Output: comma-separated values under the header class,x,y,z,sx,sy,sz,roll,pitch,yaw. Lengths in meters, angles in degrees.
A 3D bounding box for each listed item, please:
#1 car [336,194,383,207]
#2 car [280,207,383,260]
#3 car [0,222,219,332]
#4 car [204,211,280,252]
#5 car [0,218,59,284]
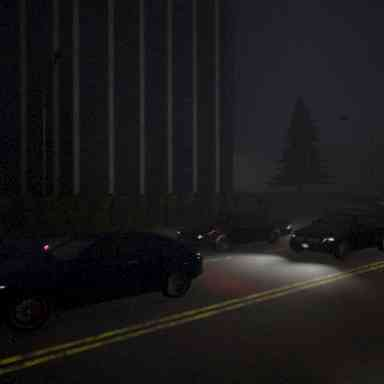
class,x,y,z,sx,sy,sz,roll,pitch,yaw
car,10.679,1.130,20.152,5.566,2.045,2.150,0,0,-35
car,5.618,1.474,12.284,4.674,1.442,1.812,0,0,-35
car,-1.868,1.515,6.932,4.674,1.442,1.812,0,0,-36
car,1.945,1.505,13.971,5.357,1.411,2.033,0,0,-35
car,-6.321,1.550,8.123,5.357,1.411,2.033,0,0,-38
